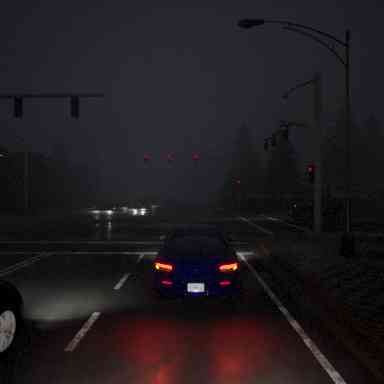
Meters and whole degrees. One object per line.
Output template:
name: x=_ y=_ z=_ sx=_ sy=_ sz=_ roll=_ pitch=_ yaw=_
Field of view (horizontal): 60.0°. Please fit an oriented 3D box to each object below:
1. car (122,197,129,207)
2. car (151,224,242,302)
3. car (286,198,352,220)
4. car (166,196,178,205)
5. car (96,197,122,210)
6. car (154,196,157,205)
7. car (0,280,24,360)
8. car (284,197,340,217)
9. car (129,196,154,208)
car: x=-10.630 y=1.477 z=51.240 sx=1.882 sy=1.535 sz=5.008 roll=0 pitch=0 yaw=0
car: x=0.131 y=1.526 z=8.186 sx=1.812 sy=1.442 sz=4.674 roll=0 pitch=0 yaw=2
car: x=10.661 y=1.492 z=27.659 sx=4.902 sy=1.511 sz=2.128 roll=0 pitch=0 yaw=-1
car: x=-3.463 y=1.477 z=57.233 sx=1.882 sy=1.535 sz=5.008 roll=0 pitch=0 yaw=0
car: x=-10.623 y=1.525 z=42.037 sx=1.812 sy=1.442 sz=4.674 roll=0 pitch=0 yaw=0
car: x=-7.105 y=1.502 z=57.329 sx=1.837 sy=1.490 sz=4.892 roll=0 pitch=0 yaw=1
car: x=-3.441 y=1.505 z=3.053 sx=1.837 sy=1.490 sz=4.892 roll=0 pitch=0 yaw=0
car: x=11.188 y=1.351 z=31.203 sx=4.553 sy=1.767 sz=2.097 roll=0 pitch=0 yaw=0
car: x=-7.108 y=1.491 z=47.257 sx=2.128 sy=1.511 sz=4.902 roll=0 pitch=0 yaw=0
